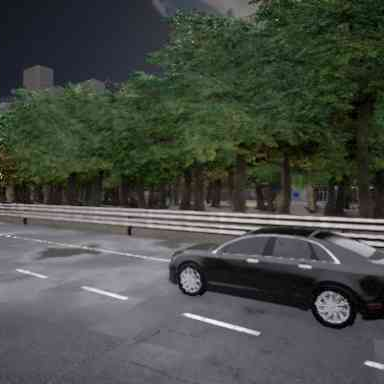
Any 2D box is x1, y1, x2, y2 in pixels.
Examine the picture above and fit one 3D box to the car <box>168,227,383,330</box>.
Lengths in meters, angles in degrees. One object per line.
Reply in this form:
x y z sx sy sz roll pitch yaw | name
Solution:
1.686 1.507 6.965 4.892 1.490 1.837 0 0 35 | car
